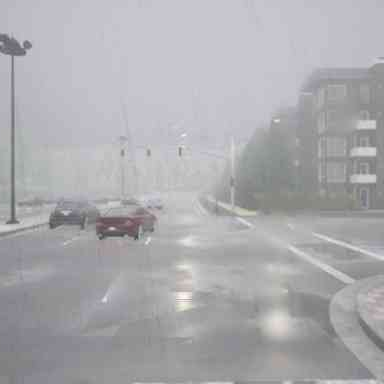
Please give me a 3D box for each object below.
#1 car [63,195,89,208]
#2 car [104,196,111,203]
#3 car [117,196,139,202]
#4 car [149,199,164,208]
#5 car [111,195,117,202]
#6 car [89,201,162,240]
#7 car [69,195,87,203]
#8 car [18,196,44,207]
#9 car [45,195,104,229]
[{"bbox_3d":[-16.363,1.264,47.234,2.097,1.767,4.553,0,0,0],"label":"car"},{"bbox_3d":[-16.378,1.367,58.991,1.882,1.535,5.008,0,0,1],"label":"car"},{"bbox_3d":[-8.156,1.423,43.736,1.837,1.490,4.892,0,0,-1],"label":"car"},{"bbox_3d":[-4.639,1.521,42.148,1.895,1.301,4.718,0,0,-1],"label":"car"},{"bbox_3d":[-16.355,1.406,70.038,2.033,1.411,5.357,0,0,0],"label":"car"},{"bbox_3d":[-3.145,1.446,16.907,1.882,1.535,5.008,-1,0,7],"label":"car"},{"bbox_3d":[-23.354,1.411,68.362,2.033,1.411,5.357,0,0,0],"label":"car"},{"bbox_3d":[-23.356,1.387,48.384,1.882,1.535,5.008,0,0,0],"label":"car"},{"bbox_3d":[-7.410,1.311,21.439,2.097,1.767,4.553,0,0,-2],"label":"car"}]
